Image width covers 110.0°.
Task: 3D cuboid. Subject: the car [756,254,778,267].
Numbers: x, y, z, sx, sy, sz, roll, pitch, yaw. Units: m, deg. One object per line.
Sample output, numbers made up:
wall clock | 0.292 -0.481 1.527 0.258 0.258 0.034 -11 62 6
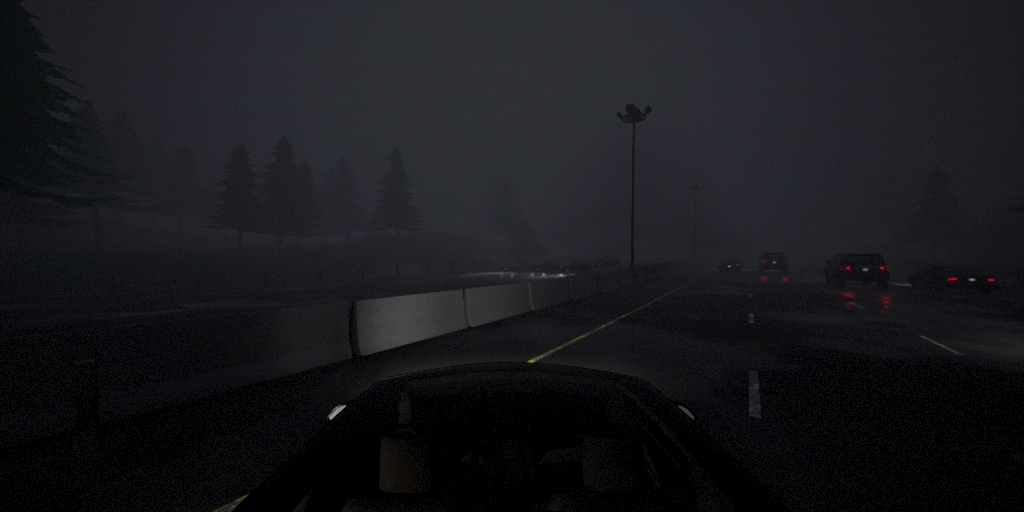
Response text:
car | 33.187 0.584 46.770 2.128 1.511 4.902 0 1 33

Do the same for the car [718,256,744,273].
car | 22.420 0.956 36.829 1.994 1.385 4.181 0 1 34

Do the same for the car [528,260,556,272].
car | 4.082 1.145 40.996 1.895 1.301 4.718 0 1 33

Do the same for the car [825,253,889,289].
car | 21.116 0.814 22.147 2.150 2.045 5.566 0 1 33

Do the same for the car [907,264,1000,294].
car | 23.391 1.156 19.239 2.033 1.411 5.357 0 1 33

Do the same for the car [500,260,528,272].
car | 0.579 1.104 42.058 1.895 1.301 4.718 0 1 34

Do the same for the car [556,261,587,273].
car | 7.003 1.160 39.067 1.895 1.301 4.718 0 1 33

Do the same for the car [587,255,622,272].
car | 9.945 0.636 37.170 2.128 1.511 4.902 0 1 33

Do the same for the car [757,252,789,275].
car | 24.958 0.628 34.317 2.150 2.045 5.566 0 1 33
